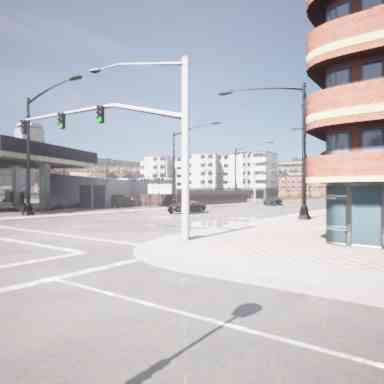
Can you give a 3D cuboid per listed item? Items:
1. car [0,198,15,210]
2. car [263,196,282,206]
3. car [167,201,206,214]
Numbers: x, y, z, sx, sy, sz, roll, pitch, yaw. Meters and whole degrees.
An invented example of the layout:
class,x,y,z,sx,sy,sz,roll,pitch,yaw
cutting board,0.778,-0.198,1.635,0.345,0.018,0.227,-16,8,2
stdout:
class,x,y,z,sx,sy,sz,roll,pitch,yaw
car,-22.498,1.436,38.883,3.806,1.475,1.970,0,0,36
car,13.023,1.497,53.578,1.837,1.490,4.892,0,0,35
car,-0.513,1.591,34.063,1.895,1.301,4.718,0,0,35
